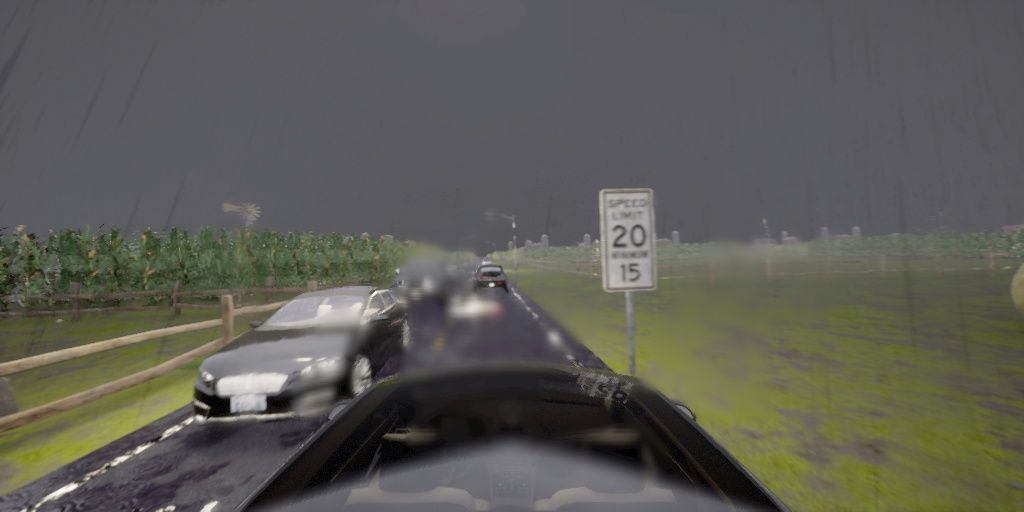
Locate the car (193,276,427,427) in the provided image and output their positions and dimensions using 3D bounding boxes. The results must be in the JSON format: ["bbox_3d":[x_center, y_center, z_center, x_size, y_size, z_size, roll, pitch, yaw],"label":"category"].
[{"bbox_3d":[-3.063,1.347,6.345,2.128,1.511,4.902,-2,0,-4],"label":"car"}]

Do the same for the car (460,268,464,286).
[{"bbox_3d":[-4.639,1.400,26.811,1.837,1.490,4.892,-2,0,-4],"label":"car"}]

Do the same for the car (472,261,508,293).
[{"bbox_3d":[-1.269,1.285,21.350,1.837,1.490,4.892,-2,0,-4],"label":"car"}]

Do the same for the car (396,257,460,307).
[{"bbox_3d":[-3.861,1.098,16.413,2.150,2.045,5.566,-2,0,-4],"label":"car"}]
